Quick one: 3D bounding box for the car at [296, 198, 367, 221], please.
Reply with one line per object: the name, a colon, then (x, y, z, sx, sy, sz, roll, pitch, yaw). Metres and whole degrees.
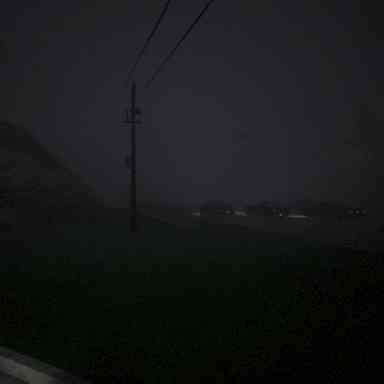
car: (11.062, 1.467, 26.359, 2.033, 1.411, 5.357, 0, 0, -21)

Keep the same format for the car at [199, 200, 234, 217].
car: (2.178, 1.454, 30.030, 1.812, 1.442, 4.674, 0, 0, -21)

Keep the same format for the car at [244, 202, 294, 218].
car: (6.367, 1.524, 28.881, 1.895, 1.301, 4.718, 0, 0, -21)

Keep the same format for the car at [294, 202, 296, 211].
car: (11.840, 1.379, 34.200, 1.882, 1.535, 5.008, 0, 0, -21)
